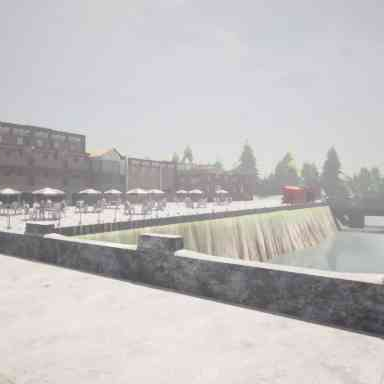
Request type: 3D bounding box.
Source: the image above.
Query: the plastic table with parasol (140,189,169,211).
[{"bbox_3d":[-4.504,0.925,40.174,2.482,2.480,2.482,0,0,35],"label":"plastic table with parasol"}]

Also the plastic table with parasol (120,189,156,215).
[{"bbox_3d":[-5.263,0.925,32.485,2.482,2.480,2.482,0,0,35],"label":"plastic table with parasol"}]

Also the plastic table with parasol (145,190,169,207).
[{"bbox_3d":[-5.214,0.925,49.162,2.482,2.480,2.482,0,0,35],"label":"plastic table with parasol"}]
